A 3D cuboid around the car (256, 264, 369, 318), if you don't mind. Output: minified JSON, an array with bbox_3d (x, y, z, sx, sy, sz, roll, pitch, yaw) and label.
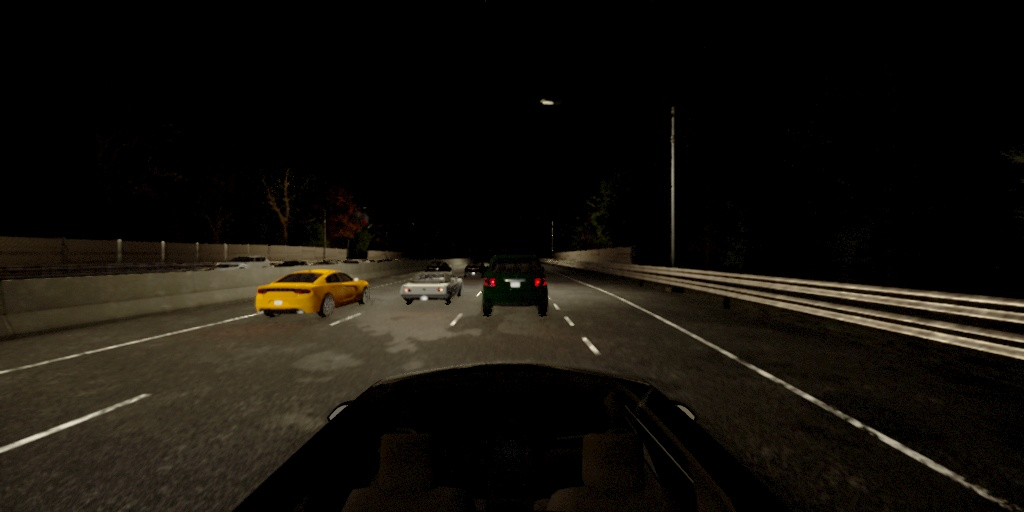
[{"bbox_3d":[-6.898,1.228,13.063,1.882,1.535,5.008,0,0,0],"label":"car"}]

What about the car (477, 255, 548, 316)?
[{"bbox_3d":[0.103,0.972,13.580,2.150,2.045,5.566,0,0,0],"label":"car"}]

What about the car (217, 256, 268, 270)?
[{"bbox_3d":[-28.072,0.990,37.779,2.150,2.045,5.566,0,0,0],"label":"car"}]

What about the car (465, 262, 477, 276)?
[{"bbox_3d":[-3.393,1.267,33.993,1.837,1.490,4.892,0,0,0],"label":"car"}]

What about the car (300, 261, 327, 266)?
[{"bbox_3d":[-21.072,1.261,40.397,2.128,1.511,4.902,0,0,0],"label":"car"}]

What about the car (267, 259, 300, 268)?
[{"bbox_3d":[-24.569,1.275,40.120,1.837,1.490,4.892,0,-1,0],"label":"car"}]

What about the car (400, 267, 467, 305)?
[{"bbox_3d":[-3.397,1.352,16.110,1.895,1.301,4.718,0,0,0],"label":"car"}]

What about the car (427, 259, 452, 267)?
[{"bbox_3d":[-6.894,1.267,33.989,1.837,1.490,4.892,0,0,0],"label":"car"}]

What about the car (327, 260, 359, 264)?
[{"bbox_3d":[-17.580,1.292,38.741,1.812,1.442,4.674,0,0,0],"label":"car"}]
